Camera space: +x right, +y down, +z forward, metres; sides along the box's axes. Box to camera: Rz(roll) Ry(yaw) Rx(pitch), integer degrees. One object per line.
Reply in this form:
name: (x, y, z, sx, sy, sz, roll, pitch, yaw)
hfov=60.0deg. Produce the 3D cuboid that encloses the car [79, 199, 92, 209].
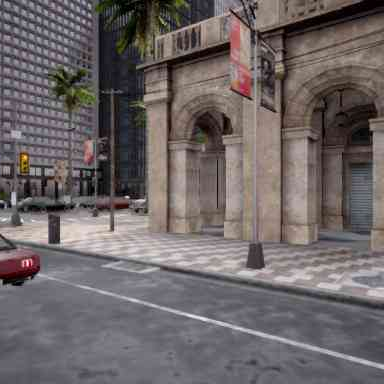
car: (-13.195, 1.547, 46.914, 2.033, 1.411, 5.357, 0, 0, 36)

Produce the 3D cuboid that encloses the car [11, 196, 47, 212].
car: (-18.733, 1.352, 39.233, 2.097, 1.767, 4.553, 0, 0, 36)

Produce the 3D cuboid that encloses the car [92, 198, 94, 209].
car: (-10.423, 1.491, 44.770, 2.128, 1.511, 4.902, 0, 0, 36)

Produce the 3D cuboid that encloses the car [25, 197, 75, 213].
car: (-15.728, 1.601, 37.415, 1.895, 1.301, 4.718, 0, 0, 36)

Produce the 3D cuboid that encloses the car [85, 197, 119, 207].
car: (-13.870, 1.513, 51.260, 2.161, 1.482, 4.786, 0, 0, 35)

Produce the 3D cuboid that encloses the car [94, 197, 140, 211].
car: (-9.052, 1.352, 40.348, 2.097, 1.767, 4.553, 0, 0, 36)

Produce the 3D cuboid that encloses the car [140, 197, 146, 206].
car: (-7.478, 1.526, 54.818, 1.812, 1.442, 4.674, 0, 0, 36)

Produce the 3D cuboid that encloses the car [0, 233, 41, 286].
car: (-5.792, 1.601, 8.180, 4.718, 1.301, 1.895, 0, 0, 37)
